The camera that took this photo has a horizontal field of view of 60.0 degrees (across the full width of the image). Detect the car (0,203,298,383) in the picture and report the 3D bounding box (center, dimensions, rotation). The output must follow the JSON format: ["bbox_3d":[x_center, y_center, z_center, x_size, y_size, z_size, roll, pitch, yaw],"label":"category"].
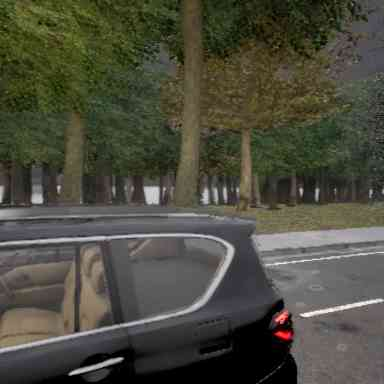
[{"bbox_3d":[-1.874,1.144,2.278,5.566,2.045,2.150,0,1,-25],"label":"car"}]

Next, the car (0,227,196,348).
[{"bbox_3d":[-2.485,1.449,5.591,4.718,1.301,1.895,0,1,-25],"label":"car"}]
